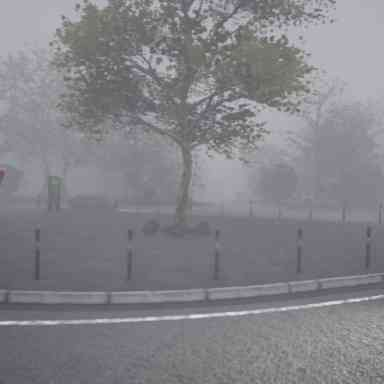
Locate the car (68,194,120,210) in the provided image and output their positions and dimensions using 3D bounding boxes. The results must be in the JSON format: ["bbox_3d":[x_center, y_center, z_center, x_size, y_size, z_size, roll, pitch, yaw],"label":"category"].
[{"bbox_3d":[-8.252,0.845,28.185,4.181,1.385,1.994,1,1,10],"label":"car"}]
